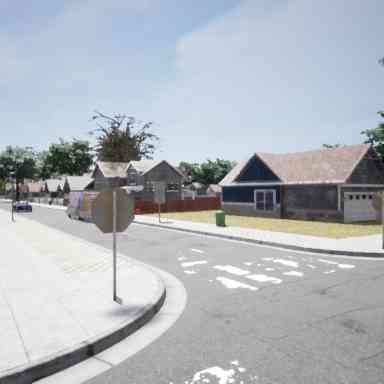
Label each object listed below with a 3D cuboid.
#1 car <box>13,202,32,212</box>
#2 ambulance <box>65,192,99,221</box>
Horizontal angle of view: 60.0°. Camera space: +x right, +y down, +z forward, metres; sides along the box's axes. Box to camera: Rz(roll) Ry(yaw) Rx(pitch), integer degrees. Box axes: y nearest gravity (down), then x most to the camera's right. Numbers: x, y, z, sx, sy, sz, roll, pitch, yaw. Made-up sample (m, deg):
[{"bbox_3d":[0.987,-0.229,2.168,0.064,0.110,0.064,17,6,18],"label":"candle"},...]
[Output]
[{"bbox_3d":[-22.410,1.944,43.962,1.895,1.301,4.718,0,0,-34],"label":"car"},{"bbox_3d":[-9.634,1.236,30.044,2.351,2.431,6.366,0,0,-34],"label":"ambulance"}]
